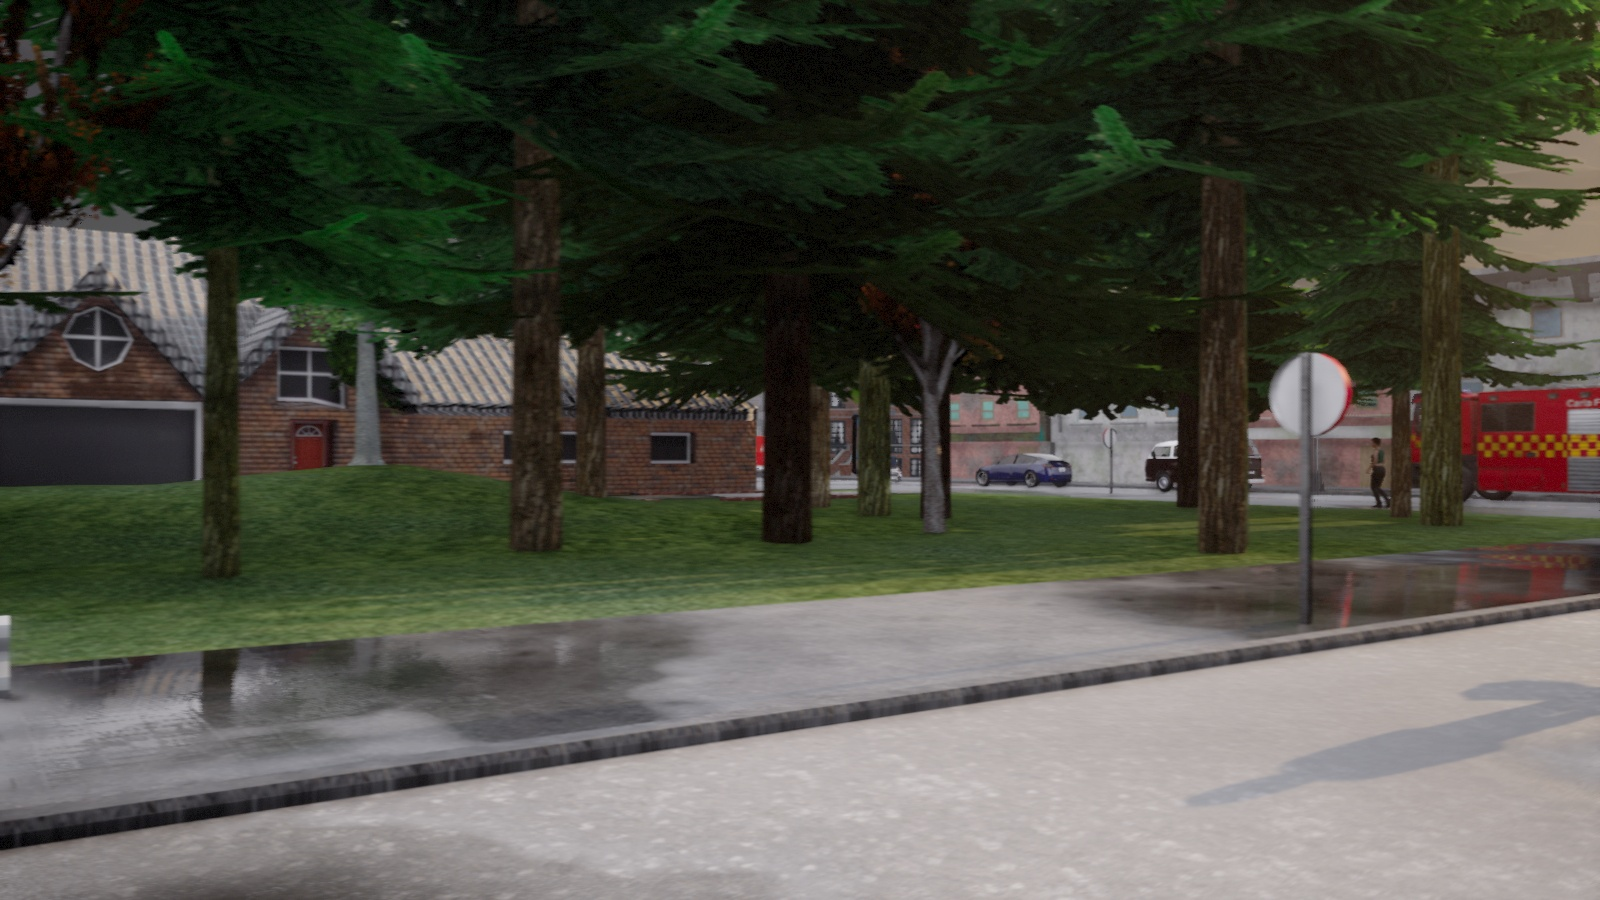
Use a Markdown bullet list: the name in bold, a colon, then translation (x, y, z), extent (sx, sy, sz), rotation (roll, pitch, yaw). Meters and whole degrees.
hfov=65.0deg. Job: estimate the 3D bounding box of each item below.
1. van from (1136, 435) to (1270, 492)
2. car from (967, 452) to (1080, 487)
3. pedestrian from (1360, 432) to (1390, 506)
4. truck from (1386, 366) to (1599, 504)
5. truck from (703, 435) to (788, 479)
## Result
- **van**: translation (15.156, 0.515, 47.461), extent (2.069, 2.038, 4.480), rotation (0, -1, -34)
- **car**: translation (9.774, 0.825, 55.293), extent (2.163, 1.488, 4.792), rotation (0, 0, -35)
- **pedestrian**: translation (14.576, 0.476, 31.854), extent (0.345, 1.836, 0.594), rotation (0, 0, -34)
- **truck**: translation (22.237, -0.410, 37.270), extent (2.891, 3.827, 8.468), rotation (0, 0, -34)
- **truck**: translation (-3.251, 0.413, 74.216), extent (2.627, 2.467, 5.204), rotation (0, 0, -35)
